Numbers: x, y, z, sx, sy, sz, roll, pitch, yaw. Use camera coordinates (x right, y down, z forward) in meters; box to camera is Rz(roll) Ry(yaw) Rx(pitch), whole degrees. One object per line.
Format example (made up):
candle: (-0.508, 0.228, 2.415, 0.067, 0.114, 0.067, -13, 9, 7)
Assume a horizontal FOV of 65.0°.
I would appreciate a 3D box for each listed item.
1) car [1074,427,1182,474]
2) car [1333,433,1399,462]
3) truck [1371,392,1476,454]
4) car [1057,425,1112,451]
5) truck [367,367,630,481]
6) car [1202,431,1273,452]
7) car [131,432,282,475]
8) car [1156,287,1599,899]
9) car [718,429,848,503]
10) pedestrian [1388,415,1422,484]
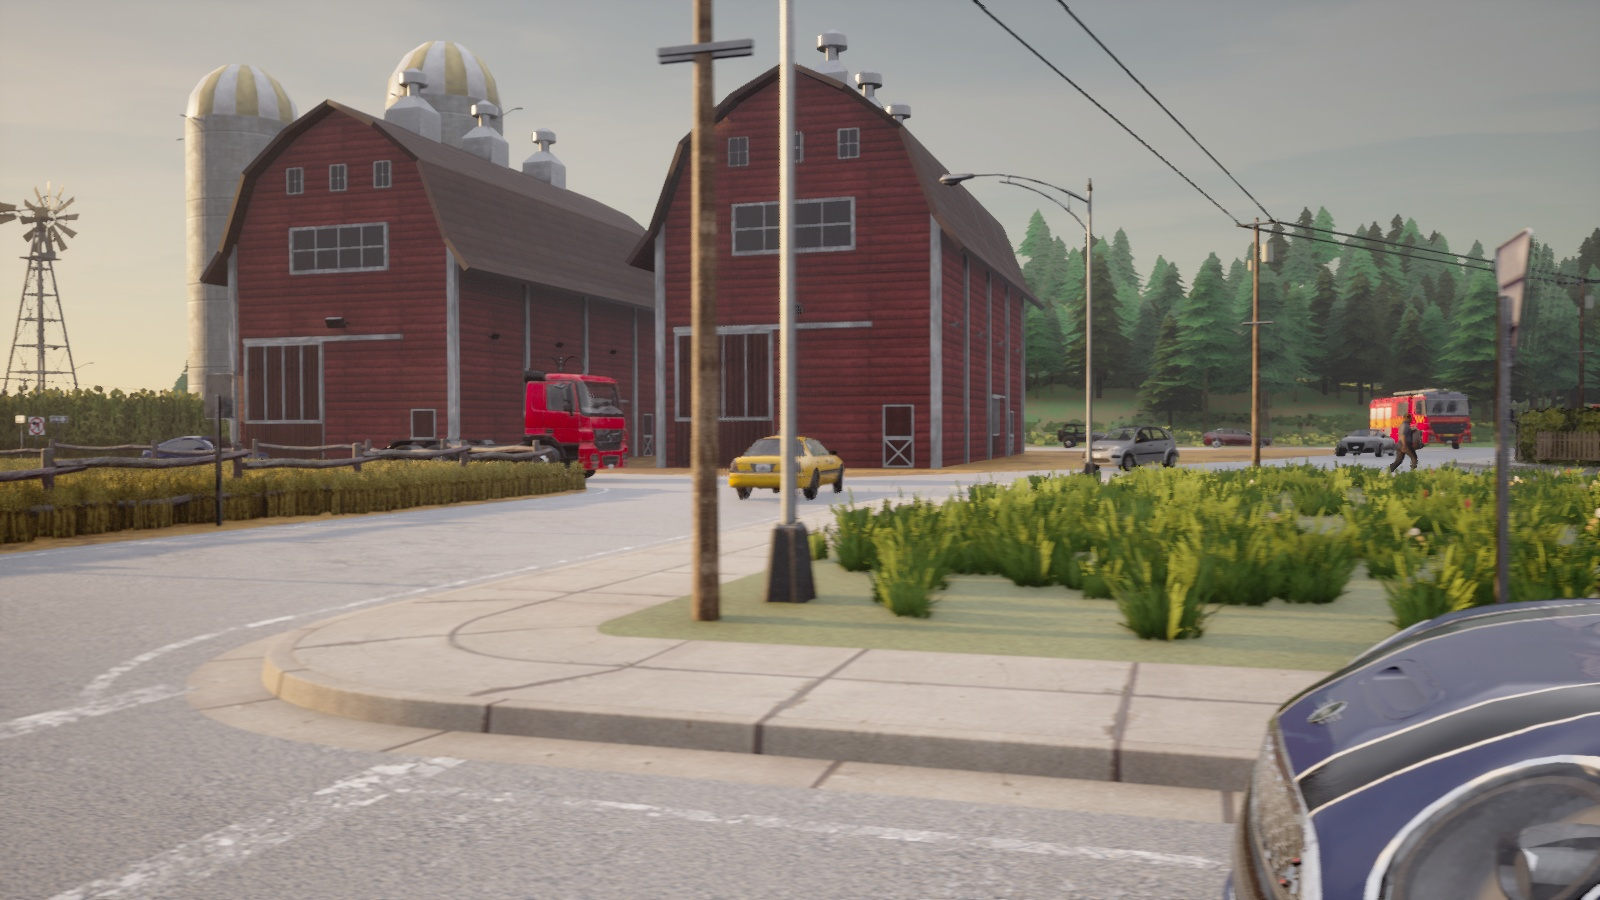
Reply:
car: (11.948, -0.020, 45.654, 3.988, 1.617, 1.851, -1, 1, -40)
car: (28.135, -0.139, 62.314, 1.994, 1.385, 4.181, 1, 1, 39)
truck: (40.039, -1.666, 80.988, 2.891, 3.827, 8.468, 0, 0, 3)
car: (21.342, -0.921, 94.176, 3.866, 1.878, 1.905, 1, 1, 18)
truck: (-9.730, -0.833, 40.600, 7.936, 3.462, 2.891, 1, 1, 18)
car: (31.609, -0.624, 90.765, 4.792, 1.488, 2.163, 1, 1, 18)
car: (-20.625, 0.084, 43.695, 4.674, 1.442, 1.812, 0, 1, 15)
car: (3.019, 0.662, 2.207, 4.553, 1.767, 2.097, 1, 1, 17)
car: (-0.269, 0.294, 29.602, 1.801, 1.575, 5.366, 0, 1, 14)
pedestrian: (16.286, -0.013, 33.805, 0.694, 1.848, 0.540, 0, 1, 12)
